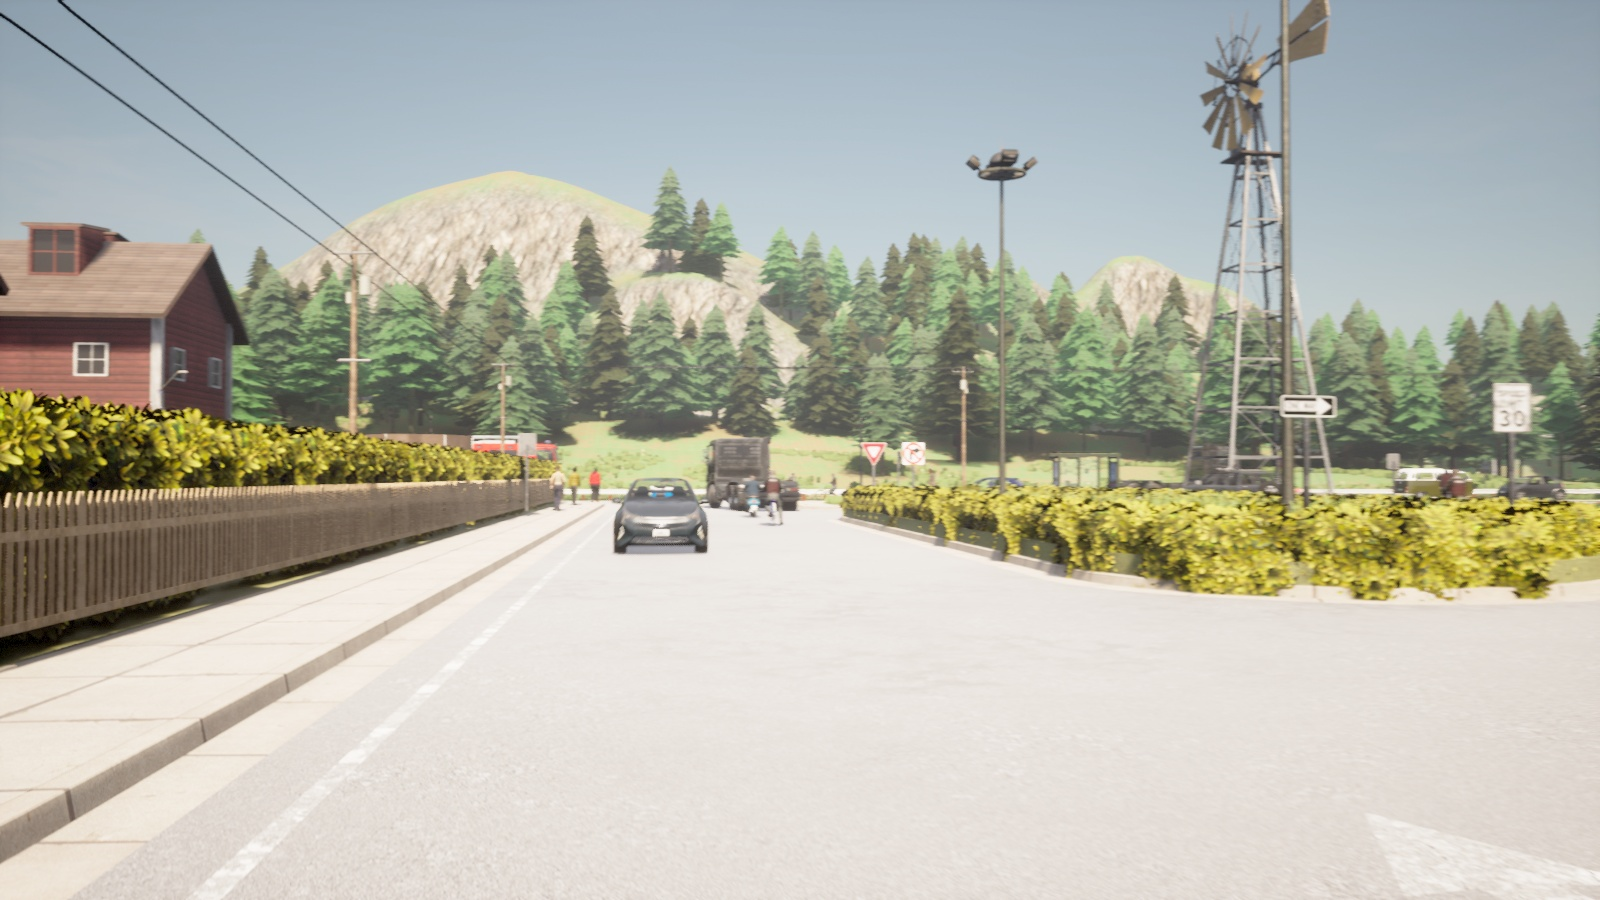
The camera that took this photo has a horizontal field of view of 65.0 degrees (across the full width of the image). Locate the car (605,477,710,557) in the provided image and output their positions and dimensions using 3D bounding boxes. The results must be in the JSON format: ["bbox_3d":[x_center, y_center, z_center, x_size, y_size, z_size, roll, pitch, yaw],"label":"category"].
[{"bbox_3d":[-3.018,1.339,26.598,2.007,1.525,4.514,0,-1,-7],"label":"car"}]

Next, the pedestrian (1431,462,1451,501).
[{"bbox_3d":[30.368,1.485,59.518,0.634,1.844,0.899,-1,-1,13],"label":"pedestrian"}]

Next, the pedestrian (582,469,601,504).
[{"bbox_3d":[-10.936,1.911,65.797,0.634,1.844,0.899,-1,-1,16],"label":"pedestrian"}]

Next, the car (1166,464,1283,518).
[{"bbox_3d":[15.411,1.472,45.892,1.932,1.855,4.605,1,-2,-12],"label":"car"}]

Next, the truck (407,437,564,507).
[{"bbox_3d":[-17.722,1.250,71.139,8.468,3.827,2.891,0,-1,-13],"label":"truck"}]

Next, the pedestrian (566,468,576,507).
[{"bbox_3d":[-10.847,1.780,59.442,0.431,1.840,0.709,0,-1,-12],"label":"pedestrian"}]

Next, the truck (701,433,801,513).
[{"bbox_3d":[-2.413,1.061,58.430,2.891,3.462,7.936,0,-1,-15],"label":"truck"}]

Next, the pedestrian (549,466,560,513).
[{"bbox_3d":[-9.781,1.578,50.023,0.345,1.836,0.594,0,-1,-7],"label":"pedestrian"}]

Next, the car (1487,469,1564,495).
[{"bbox_3d":[47.089,2.060,81.503,3.988,1.617,1.851,0,-1,-6],"label":"car"}]

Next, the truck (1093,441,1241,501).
[{"bbox_3d":[21.894,1.231,75.178,7.936,3.462,2.891,0,-1,-6],"label":"truck"}]

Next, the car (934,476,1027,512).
[{"bbox_3d":[7.719,1.883,53.578,3.633,1.501,1.845,-1,-1,18],"label":"car"}]

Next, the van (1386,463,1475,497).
[{"bbox_3d":[38.649,1.854,77.040,4.480,2.038,2.069,0,-1,-6],"label":"van"}]

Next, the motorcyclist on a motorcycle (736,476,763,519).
[{"bbox_3d":[-1.921,1.764,47.306,0.866,1.590,1.817,0,-1,-7],"label":"motorcyclist on a motorcycle"}]
